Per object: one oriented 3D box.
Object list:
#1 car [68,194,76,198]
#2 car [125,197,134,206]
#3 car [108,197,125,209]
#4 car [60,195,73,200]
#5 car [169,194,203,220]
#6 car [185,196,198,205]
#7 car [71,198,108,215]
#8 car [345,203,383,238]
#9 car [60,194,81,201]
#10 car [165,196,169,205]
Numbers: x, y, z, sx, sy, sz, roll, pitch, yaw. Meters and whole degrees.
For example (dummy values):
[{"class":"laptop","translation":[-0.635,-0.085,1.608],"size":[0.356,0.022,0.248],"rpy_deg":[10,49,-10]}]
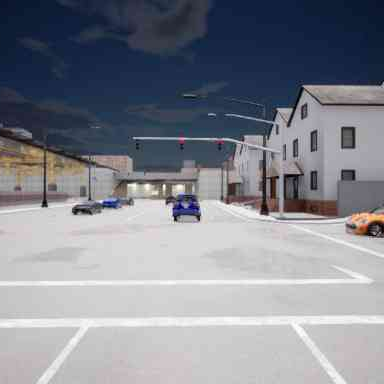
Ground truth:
[{"class":"car","translation":[-31.884,1.452,84.231],"size":[2.038,1.542,4.974],"rpy_deg":[0,0,-37]},{"class":"car","translation":[-10.719,1.525,54.606],"size":[1.812,1.442,4.674],"rpy_deg":[0,0,0]},{"class":"car","translation":[-10.704,1.477,44.412],"size":[1.882,1.535,5.008],"rpy_deg":[0,0,0]},{"class":"car","translation":[-31.915,1.294,84.273],"size":[1.853,1.218,4.536],"rpy_deg":[0,0,-37]},{"class":"car","translation":[-0.314,1.223,28.060],"size":[2.150,2.045,5.566],"rpy_deg":[0,0,3]},{"class":"car","translation":[-0.142,1.489,58.587],"size":[2.128,1.511,4.902],"rpy_deg":[0,0,0]},{"class":"car","translation":[-10.683,1.547,34.345],"size":[2.033,1.411,5.357],"rpy_deg":[0,0,0]},{"class":"car","translation":[10.850,1.377,18.165],"size":[4.553,1.767,2.097],"rpy_deg":[-5,0,0]},{"class":"car","translation":[-32.686,1.451,89.596],"size":[2.038,1.542,4.974],"rpy_deg":[0,0,28]},{"class":"car","translation":[-3.641,1.504,58.578],"size":[1.837,1.490,4.892],"rpy_deg":[0,0,0]}]
